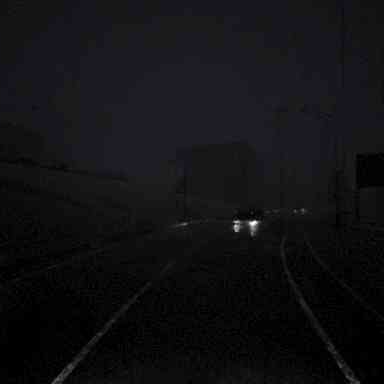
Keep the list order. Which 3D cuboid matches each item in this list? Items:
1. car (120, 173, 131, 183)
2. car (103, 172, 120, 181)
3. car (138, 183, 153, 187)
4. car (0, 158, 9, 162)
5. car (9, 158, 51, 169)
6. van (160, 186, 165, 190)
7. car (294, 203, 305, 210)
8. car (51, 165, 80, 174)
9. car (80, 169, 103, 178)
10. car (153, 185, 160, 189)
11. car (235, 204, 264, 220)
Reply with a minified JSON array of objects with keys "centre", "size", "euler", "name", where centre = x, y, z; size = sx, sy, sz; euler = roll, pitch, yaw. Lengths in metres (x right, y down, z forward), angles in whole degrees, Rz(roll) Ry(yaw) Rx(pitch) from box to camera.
[{"centre":[-12.538,-2.086,58.005],"size":[2.435,2.045,5.566],"euler":[0,-3,14],"name":"car"},{"centre":[-13.853,-2.272,52.552],"size":[2.185,1.767,4.553],"euler":[0,-3,15],"name":"car"},{"centre":[-10.329,-1.111,68.788],"size":[2.002,1.452,4.674],"euler":[0,-4,11],"name":"car"},{"centre":[-20.168,-3.355,31.193],"size":[2.185,1.767,4.553],"euler":[-1,-3,20],"name":"car"},{"centre":[-18.380,-2.929,36.621],"size":[2.163,1.488,4.792],"euler":[-1,-3,18],"name":"car"},{"centre":[-8.480,-0.591,79.840],"size":[1.878,1.987,4.442],"euler":[0,-4,9],"name":"van"},{"centre":[22.676,3.037,69.925],"size":[1.812,1.442,4.674],"euler":[-1,-2,24],"name":"car"},{"centre":[-16.756,-2.657,41.889],"size":[2.002,1.452,4.674],"euler":[-1,-3,17],"name":"car"},{"centre":[-15.273,-2.436,47.099],"size":[2.231,1.521,4.892],"euler":[0,-3,16],"name":"car"},{"centre":[-9.375,-0.735,74.235],"size":[2.002,1.452,4.674],"euler":[0,-4,10],"name":"car"},{"centre":[5.742,1.910,32.876],"size":[1.882,1.535,5.008],"euler":[-1,-2,24],"name":"car"}]
